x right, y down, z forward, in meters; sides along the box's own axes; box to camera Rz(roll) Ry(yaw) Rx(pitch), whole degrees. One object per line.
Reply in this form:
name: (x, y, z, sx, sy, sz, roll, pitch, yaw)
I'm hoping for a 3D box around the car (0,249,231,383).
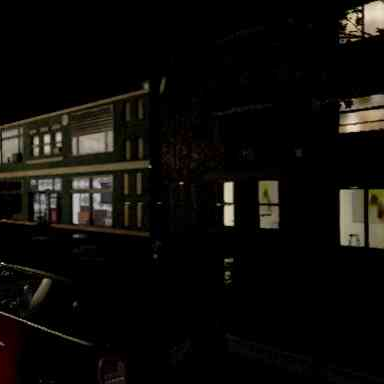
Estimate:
car: (-1.675, 1.440, 4.081, 4.097, 1.590, 1.967, 0, -1, 36)
